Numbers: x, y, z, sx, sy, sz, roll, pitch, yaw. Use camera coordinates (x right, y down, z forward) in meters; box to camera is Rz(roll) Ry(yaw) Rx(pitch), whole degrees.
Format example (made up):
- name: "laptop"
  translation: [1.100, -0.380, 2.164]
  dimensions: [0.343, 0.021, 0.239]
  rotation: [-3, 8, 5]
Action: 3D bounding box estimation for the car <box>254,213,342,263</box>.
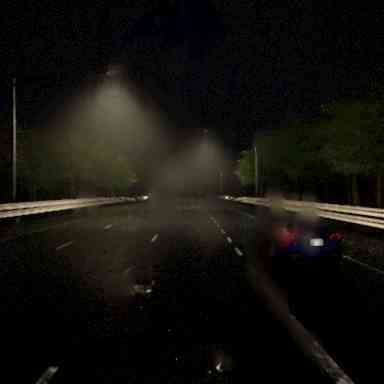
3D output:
- name: "car"
  translation: [3.511, 1.463, 11.772]
  dimensions: [2.163, 1.488, 4.792]
  rotation: [0, 0, -1]
